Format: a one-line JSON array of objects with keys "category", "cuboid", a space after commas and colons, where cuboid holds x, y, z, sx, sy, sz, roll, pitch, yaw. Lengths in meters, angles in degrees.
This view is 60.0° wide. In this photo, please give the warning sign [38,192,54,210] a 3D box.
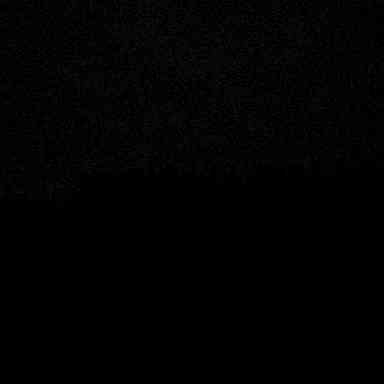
[{"category": "warning sign", "cuboid": [-16.001, 0.971, 36.438, 1.300, 1.860, 1.060, 0, 0, 27]}]
